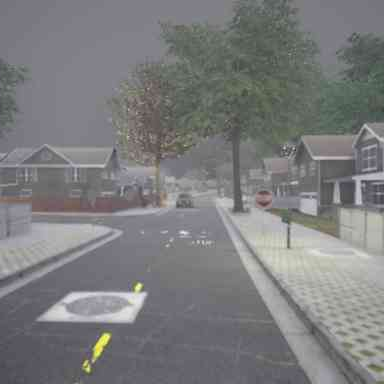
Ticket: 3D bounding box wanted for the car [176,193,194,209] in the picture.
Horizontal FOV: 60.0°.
[{"bbox_3d":[-0.892,1.161,44.047,2.150,2.045,5.566,0,2,3],"label":"car"}]
